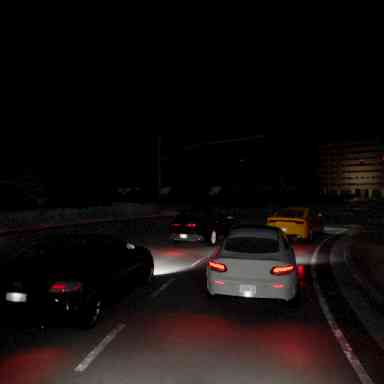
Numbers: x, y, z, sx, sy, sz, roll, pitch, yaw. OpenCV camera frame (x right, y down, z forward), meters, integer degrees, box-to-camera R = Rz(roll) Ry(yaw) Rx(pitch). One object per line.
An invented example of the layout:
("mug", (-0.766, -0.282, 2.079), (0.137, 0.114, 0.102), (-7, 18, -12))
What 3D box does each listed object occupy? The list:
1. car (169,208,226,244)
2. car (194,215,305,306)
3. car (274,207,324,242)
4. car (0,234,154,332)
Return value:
("car", (0.636, 1.504, 15.441), (1.837, 1.490, 4.892), (0, 0, 24))
("car", (1.539, 1.525, 8.032), (1.812, 1.442, 4.674), (0, 0, 14))
("car", (5.237, 1.477, 16.536), (1.882, 1.535, 5.008), (0, 0, 30))
("car", (-2.255, 1.564, 7.010), (1.994, 1.385, 4.181), (0, 0, 12))
